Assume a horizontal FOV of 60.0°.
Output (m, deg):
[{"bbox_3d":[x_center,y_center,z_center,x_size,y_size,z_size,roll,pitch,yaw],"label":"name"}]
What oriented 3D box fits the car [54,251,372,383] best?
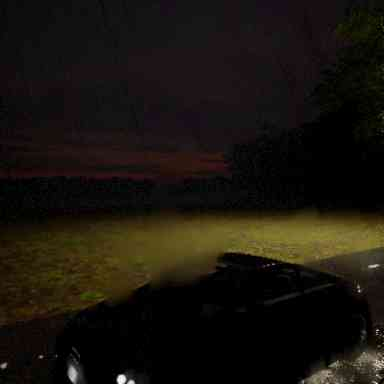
[{"bbox_3d":[0.484,1.550,4.337,4.181,1.385,1.994,0,0,-35],"label":"car"}]
